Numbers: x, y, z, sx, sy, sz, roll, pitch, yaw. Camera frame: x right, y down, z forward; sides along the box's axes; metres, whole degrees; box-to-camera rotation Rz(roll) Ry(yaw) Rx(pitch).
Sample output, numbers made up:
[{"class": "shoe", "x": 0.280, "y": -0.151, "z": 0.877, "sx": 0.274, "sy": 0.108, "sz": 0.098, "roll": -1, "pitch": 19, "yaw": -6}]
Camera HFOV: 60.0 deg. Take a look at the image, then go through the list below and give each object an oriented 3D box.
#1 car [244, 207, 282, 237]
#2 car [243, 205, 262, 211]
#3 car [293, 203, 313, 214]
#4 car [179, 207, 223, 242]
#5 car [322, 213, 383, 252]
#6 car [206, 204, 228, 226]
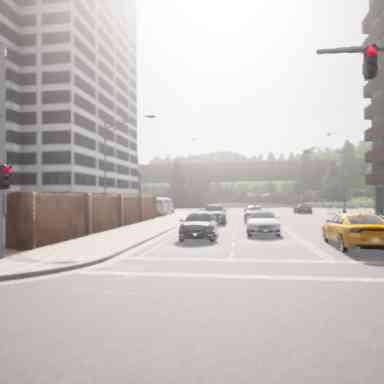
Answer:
[{"class": "car", "x": 4.319, "y": 1.851, "z": 20.371, "sx": 1.812, "sy": 1.442, "sz": 4.674, "roll": -1, "pitch": -1, "yaw": 8}, {"class": "car", "x": 5.787, "y": 1.984, "z": 30.529, "sx": 2.128, "sy": 1.511, "sz": 4.902, "roll": -1, "pitch": -1, "yaw": 8}, {"class": "car", "x": 15.180, "y": 2.222, "z": 45.628, "sx": 1.994, "sy": 1.385, "sz": 4.181, "roll": -1, "pitch": -1, "yaw": 9}, {"class": "car", "x": 0.494, "y": 1.841, "z": 18.516, "sx": 1.837, "sy": 1.490, "sz": 4.892, "roll": -1, "pitch": -1, "yaw": 8}, {"class": "car", "x": 7.155, "y": 1.668, "z": 14.673, "sx": 1.882, "sy": 1.535, "sz": 5.008, "roll": -1, "pitch": -1, "yaw": 9}, {"class": "car", "x": 1.904, "y": 1.846, "z": 28.193, "sx": 2.097, "sy": 1.767, "sz": 4.553, "roll": -1, "pitch": -1, "yaw": 8}]
